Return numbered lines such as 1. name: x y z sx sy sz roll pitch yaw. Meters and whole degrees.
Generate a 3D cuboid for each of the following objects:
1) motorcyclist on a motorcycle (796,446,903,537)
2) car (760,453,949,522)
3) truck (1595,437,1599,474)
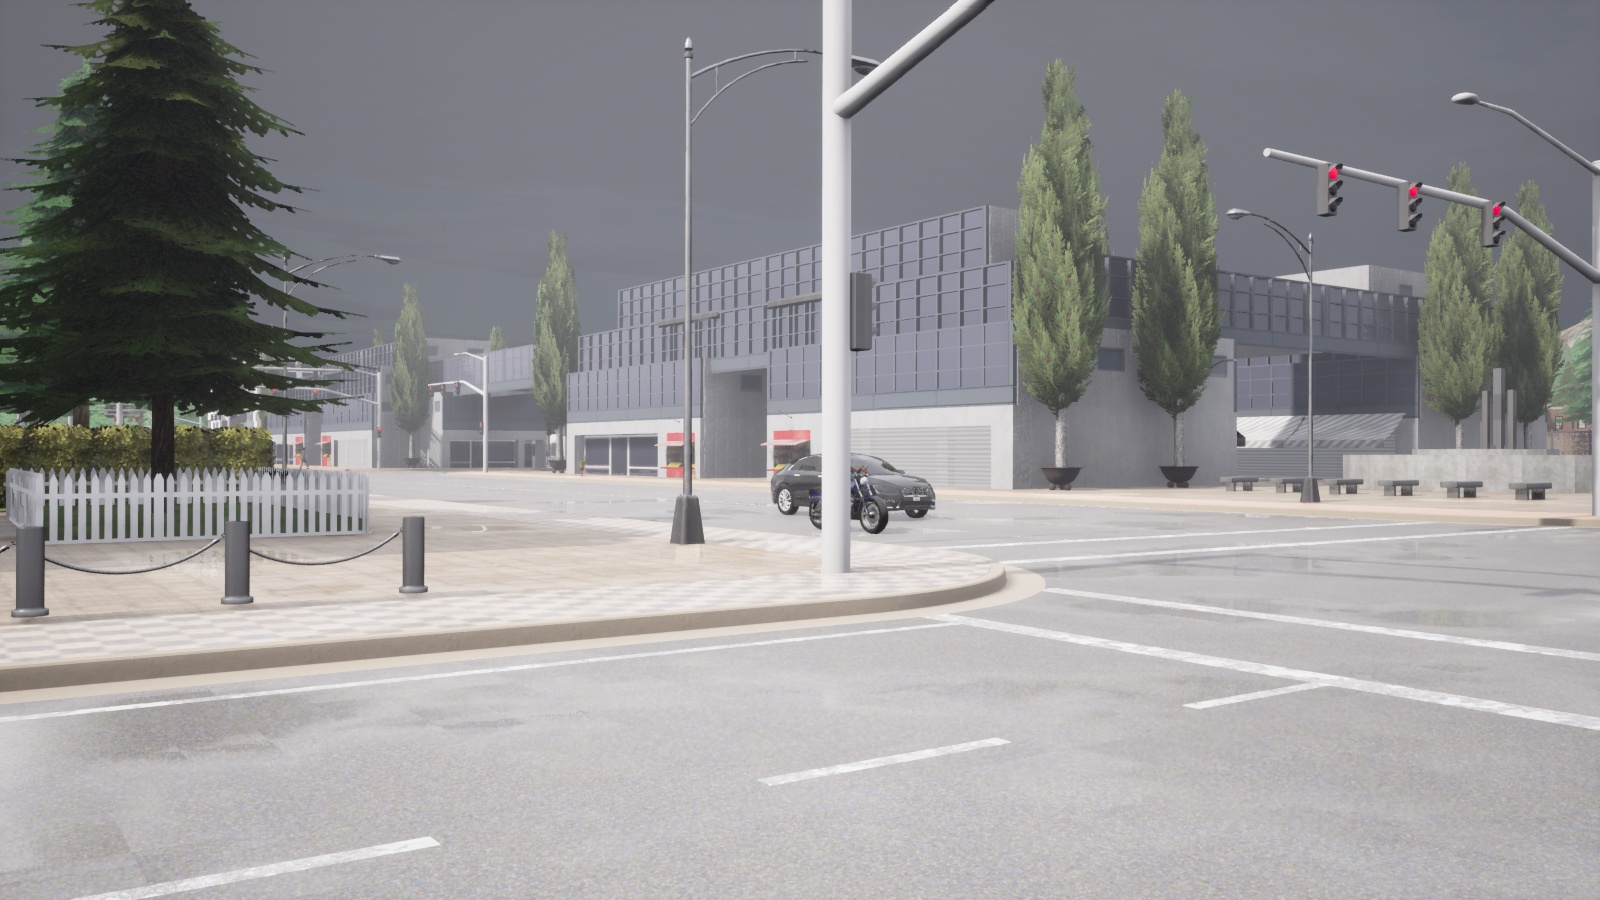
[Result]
1. motorcyclist on a motorcycle: 0.901 0.752 23.853 0.766 1.649 2.350 0 0 -35
2. car: 1.174 0.820 29.581 1.837 1.490 4.892 0 0 -35
3. truck: 54.701 0.340 81.052 2.627 2.467 5.204 0 0 -20
